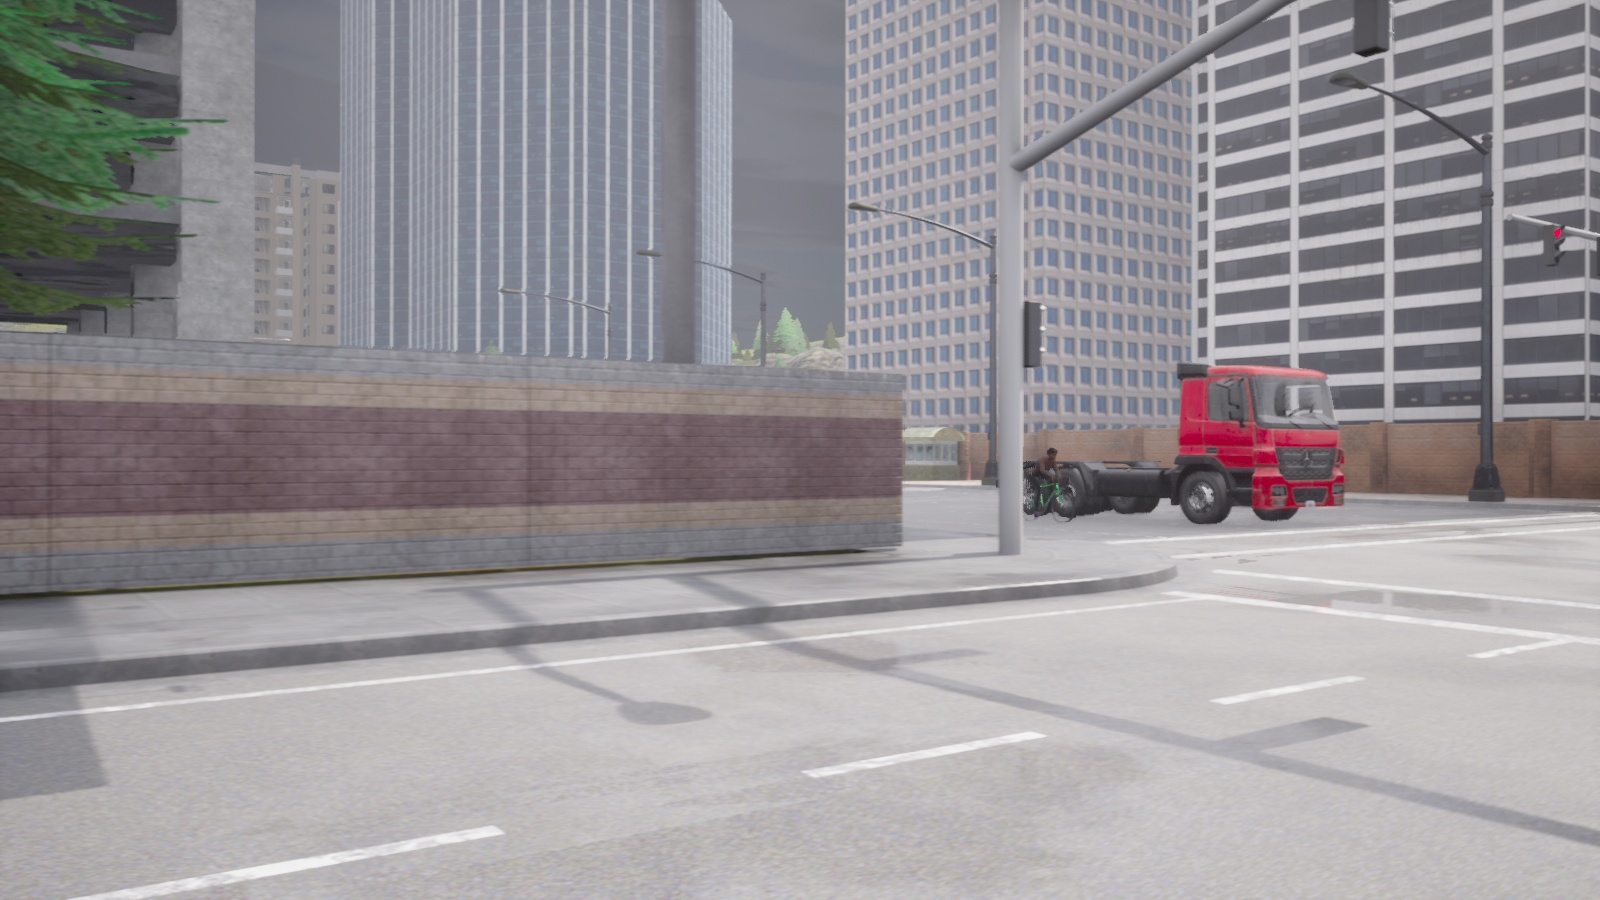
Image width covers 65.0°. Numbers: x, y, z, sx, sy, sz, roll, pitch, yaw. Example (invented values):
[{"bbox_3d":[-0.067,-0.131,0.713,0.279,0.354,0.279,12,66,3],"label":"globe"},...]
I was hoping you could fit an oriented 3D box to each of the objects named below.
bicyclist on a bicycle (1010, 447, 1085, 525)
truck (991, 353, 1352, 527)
[{"bbox_3d":[5.318,0.753,27.041,0.582,1.620,1.656,0,0,-35],"label":"bicyclist on a bicycle"},{"bbox_3d":[8.226,-0.183,28.989,2.891,3.462,7.936,0,0,-35],"label":"truck"}]
